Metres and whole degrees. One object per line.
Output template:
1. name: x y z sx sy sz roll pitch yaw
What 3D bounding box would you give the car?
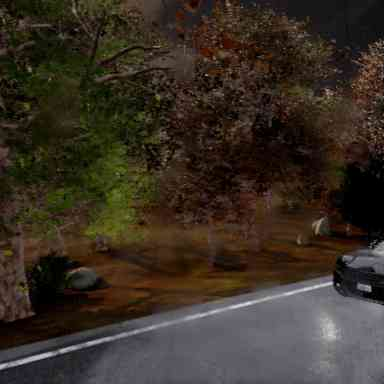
1. car: 5.313 1.607 7.765 5.008 1.535 1.882 2 -1 -35
